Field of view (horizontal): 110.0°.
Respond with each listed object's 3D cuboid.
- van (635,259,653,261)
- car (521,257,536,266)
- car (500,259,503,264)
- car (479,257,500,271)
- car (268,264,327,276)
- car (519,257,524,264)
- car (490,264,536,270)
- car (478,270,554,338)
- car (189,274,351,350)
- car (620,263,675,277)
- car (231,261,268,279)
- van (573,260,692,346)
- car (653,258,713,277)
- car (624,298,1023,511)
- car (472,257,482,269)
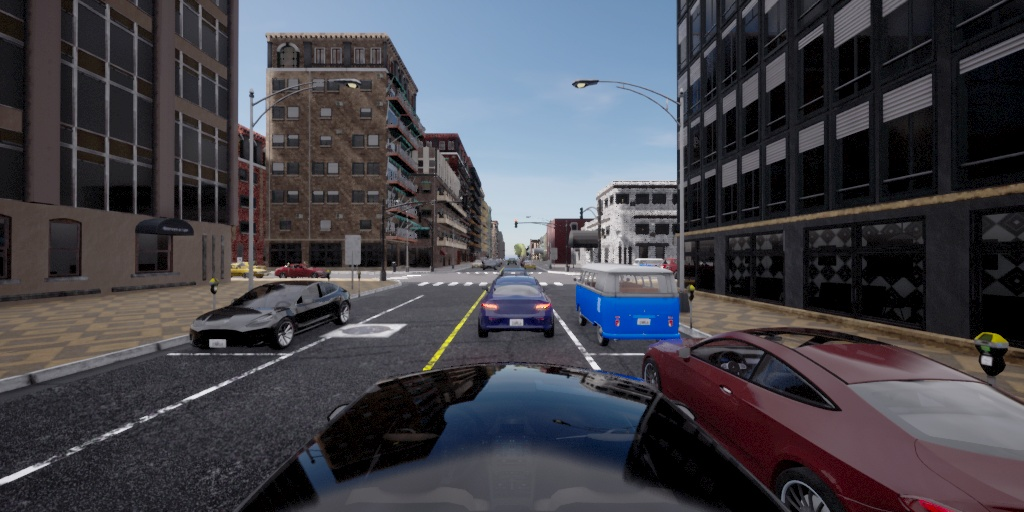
[{"bbox_3d":[14.906,1.174,38.343,3.998,1.789,1.690,0,0,0],"label":"van"},{"bbox_3d":[2.704,1.309,54.038,1.751,1.417,4.829,0,0,0],"label":"car"},{"bbox_3d":[-3.038,1.290,65.405,2.128,1.511,4.902,0,0,0],"label":"car"},{"bbox_3d":[-3.081,1.283,49.890,1.837,1.490,4.892,0,0,0],"label":"car"},{"bbox_3d":[-17.460,1.283,29.894,4.207,1.307,1.802,0,0,0],"label":"car"},{"bbox_3d":[2.707,1.380,64.946,1.802,1.307,4.207,0,0,0],"label":"car"},{"bbox_3d":[0.097,1.317,18.534,1.994,1.385,4.181,0,0,0],"label":"car"},{"bbox_3d":[0.103,1.277,10.082,1.812,1.442,4.674,0,0,0],"label":"car"},{"bbox_3d":[-5.688,1.316,9.109,1.948,1.339,4.313,0,0,0],"label":"car"},{"bbox_3d":[13.447,1.416,35.772,4.718,1.301,1.895,0,0,1],"label":"car"},{"bbox_3d":[-22.952,1.215,29.882,4.829,1.417,1.751,0,0,0],"label":"car"},{"bbox_3d":[2.659,1.092,9.082,1.690,1.789,3.998,0,0,0],"label":"van"},{"bbox_3d":[14.927,1.107,29.963,5.009,1.841,2.192,0,0,0],"label":"car"},{"bbox_3d":[2.658,1.332,3.392,1.802,1.307,4.207,0,0,0],"label":"car"},{"bbox_3d":[-5.676,1.316,59.238,1.751,1.417,4.829,0,0,0],"label":"car"}]
